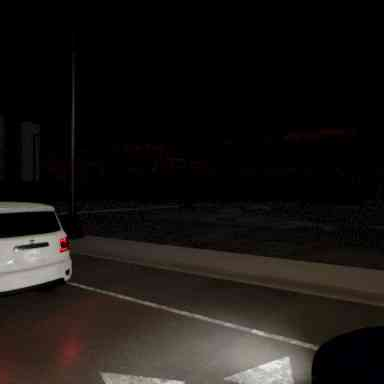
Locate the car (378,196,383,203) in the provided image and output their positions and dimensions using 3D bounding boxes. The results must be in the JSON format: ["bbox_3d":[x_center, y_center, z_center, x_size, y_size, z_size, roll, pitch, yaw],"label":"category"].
[{"bbox_3d":[39.961,1.533,67.872,2.038,1.542,4.974,1,1,6],"label":"car"}]

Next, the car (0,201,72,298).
[{"bbox_3d":[-5.107,1.229,7.627,5.566,2.045,2.150,0,0,35],"label":"car"}]

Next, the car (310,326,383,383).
[{"bbox_3d":[3.063,1.515,1.803,4.674,1.442,1.812,0,0,35],"label":"car"}]

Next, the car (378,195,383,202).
[{"bbox_3d":[39.967,1.375,67.922,1.853,1.218,4.536,1,1,6],"label":"car"}]
